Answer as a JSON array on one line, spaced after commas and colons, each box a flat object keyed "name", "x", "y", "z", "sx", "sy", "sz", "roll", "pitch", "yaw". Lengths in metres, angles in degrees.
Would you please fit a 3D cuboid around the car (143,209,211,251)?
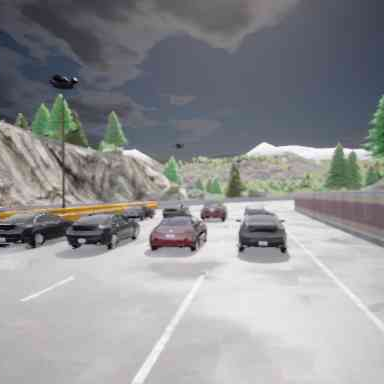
[{"name": "car", "x": -0.492, "y": 1.697, "z": 14.915, "sx": 1.994, "sy": 1.385, "sz": 4.181, "roll": -1, "pitch": 0, "yaw": 10}]

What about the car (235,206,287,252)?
[{"name": "car", "x": 2.962, "y": 1.602, "z": 14.348, "sx": 1.837, "sy": 1.490, "sz": 4.892, "roll": -1, "pitch": 0, "yaw": 10}]

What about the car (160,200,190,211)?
[{"name": "car", "x": -1.402, "y": 1.781, "z": 30.316, "sx": 1.837, "sy": 1.490, "sz": 4.892, "roll": -1, "pitch": 0, "yaw": 10}]

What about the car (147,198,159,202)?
[{"name": "car", "x": -8.144, "y": 2.313, "z": 79.712, "sx": 1.994, "sy": 1.385, "sz": 4.181, "roll": -1, "pitch": -1, "yaw": 25}]

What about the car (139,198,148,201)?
[{"name": "car", "x": -11.223, "y": 2.157, "z": 81.386, "sx": 2.097, "sy": 1.767, "sz": 4.553, "roll": -1, "pitch": -1, "yaw": 25}]

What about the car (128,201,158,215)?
[{"name": "car", "x": -4.909, "y": 1.857, "z": 30.595, "sx": 2.033, "sy": 1.411, "sz": 5.357, "roll": -1, "pitch": 0, "yaw": 10}]

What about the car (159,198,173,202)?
[{"name": "car", "x": -5.049, "y": 2.233, "z": 78.062, "sx": 2.128, "sy": 1.511, "sz": 4.902, "roll": -1, "pitch": -1, "yaw": 25}]

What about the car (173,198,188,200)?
[{"name": "car", "x": -1.959, "y": 2.191, "z": 76.416, "sx": 1.812, "sy": 1.442, "sz": 4.674, "roll": -1, "pitch": -1, "yaw": 25}]

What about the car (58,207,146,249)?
[{"name": "car", "x": -3.938, "y": 1.679, "z": 15.528, "sx": 1.837, "sy": 1.490, "sz": 4.892, "roll": -1, "pitch": 0, "yaw": 10}]

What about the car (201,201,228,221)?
[{"name": "car", "x": 2.007, "y": 1.584, "z": 29.509, "sx": 2.097, "sy": 1.767, "sz": 4.553, "roll": -1, "pitch": -1, "yaw": 10}]

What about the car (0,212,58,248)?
[{"name": "car", "x": -7.388, "y": 1.718, "z": 16.113, "sx": 1.837, "sy": 1.490, "sz": 4.892, "roll": -1, "pitch": 0, "yaw": 10}]
